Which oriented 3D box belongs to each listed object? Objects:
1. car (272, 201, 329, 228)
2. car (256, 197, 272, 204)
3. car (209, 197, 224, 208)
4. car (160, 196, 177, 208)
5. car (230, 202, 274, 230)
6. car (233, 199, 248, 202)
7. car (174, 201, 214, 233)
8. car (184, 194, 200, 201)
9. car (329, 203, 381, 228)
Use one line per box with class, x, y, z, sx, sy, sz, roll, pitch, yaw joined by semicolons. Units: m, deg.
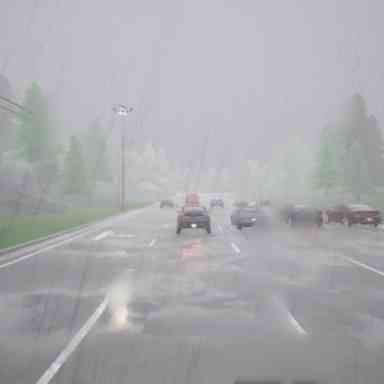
car;7.099;1.483;22.335;1.882;1.535;5.008;0;0;0
car;10.499;1.516;48.206;1.837;1.490;4.892;0;0;0
car;3.500;1.502;47.425;2.128;1.511;4.902;0;0;0
car;-3.500;1.515;47.416;1.837;1.490;4.892;0;0;0
car;3.599;1.568;21.138;1.994;1.385;4.181;0;0;0
car;7.000;1.612;47.893;1.895;1.301;4.718;0;0;0
car;0.099;1.507;19.677;1.837;1.490;4.892;0;0;0
car;-0.001;1.231;48.184;2.150;2.045;5.566;0;0;0
car;10.599;1.483;22.338;1.882;1.535;5.008;0;0;0
